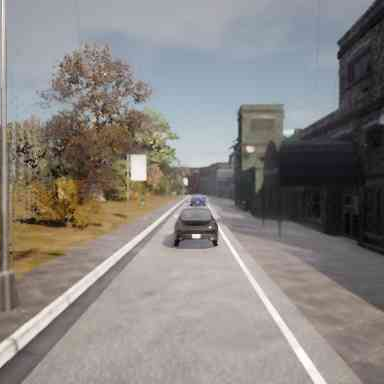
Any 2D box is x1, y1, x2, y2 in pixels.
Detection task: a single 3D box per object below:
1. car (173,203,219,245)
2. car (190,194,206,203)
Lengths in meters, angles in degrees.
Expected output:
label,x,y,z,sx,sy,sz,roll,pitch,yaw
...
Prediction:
label,x,y,z,sx,sy,sz,roll,pitch,yaw
car,0.191,1.468,15.396,1.837,1.490,4.892,0,0,1
car,0.783,1.040,42.830,1.812,1.442,4.674,0,1,2
